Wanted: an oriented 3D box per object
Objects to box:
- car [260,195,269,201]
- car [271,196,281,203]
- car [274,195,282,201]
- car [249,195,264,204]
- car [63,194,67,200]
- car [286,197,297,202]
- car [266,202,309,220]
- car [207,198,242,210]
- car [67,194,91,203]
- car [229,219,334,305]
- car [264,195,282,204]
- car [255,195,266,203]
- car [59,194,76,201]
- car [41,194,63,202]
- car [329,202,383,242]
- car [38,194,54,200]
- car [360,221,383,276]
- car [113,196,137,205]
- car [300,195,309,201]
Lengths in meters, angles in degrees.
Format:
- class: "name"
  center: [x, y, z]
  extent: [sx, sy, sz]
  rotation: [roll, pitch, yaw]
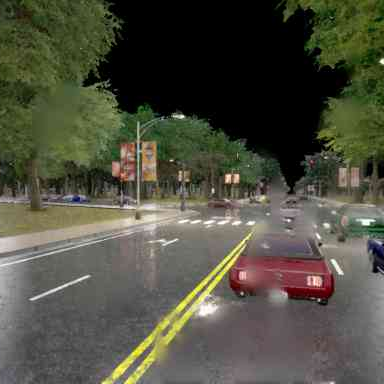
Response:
- class: "car"
  center: [18.069, 1.534, 82.912]
  extent: [1.812, 1.442, 4.674]
  rotation: [0, 0, 17]
- class: "car"
  center: [18.267, 1.603, 72.422]
  extent: [1.895, 1.301, 4.718]
  rotation: [0, 0, 17]
- class: "car"
  center: [21.292, 1.488, 82.341]
  extent: [1.882, 1.535, 5.008]
  rotation: [0, 0, 17]
- class: "car"
  center: [12.151, 1.553, 63.643]
  extent: [2.033, 1.411, 5.357]
  rotation: [0, 0, 18]
- class: "car"
  center: [-31.320, 1.262, 75.820]
  extent: [4.902, 1.511, 2.128]
  rotation: [0, 0, 40]
- class: "car"
  center: [19.610, 1.607, 65.417]
  extent: [1.895, 1.301, 4.718]
  rotation: [0, 0, 18]
- class: "car"
  center: [4.873, 1.505, 17.057]
  extent: [1.837, 1.490, 4.892]
  rotation: [0, 0, 17]
- class: "car"
  center: [4.017, 1.494, 41.848]
  extent: [4.674, 1.442, 1.812]
  rotation: [0, 0, 40]
- class: "car"
  center: [-21.064, 1.282, 62.937]
  extent: [5.008, 1.535, 1.882]
  rotation: [0, 0, 41]
- class: "car"
  center: [2.222, 1.601, 8.185]
  extent: [1.895, 1.301, 4.718]
  rotation: [0, 0, 17]
- class: "car"
  center: [15.228, 1.553, 62.609]
  extent: [2.033, 1.411, 5.357]
  rotation: [0, 0, 18]
- class: "car"
  center: [15.073, 1.486, 73.094]
  extent: [1.882, 1.535, 5.008]
  rotation: [0, 0, 17]
- class: "car"
  center: [-29.463, 1.259, 78.504]
  extent: [4.674, 1.442, 1.812]
  rotation: [0, 0, 40]
- class: "car"
  center: [-30.110, 1.279, 70.567]
  extent: [4.902, 1.511, 2.128]
  rotation: [0, 0, 40]
- class: "car"
  center: [8.010, 1.352, 16.197]
  extent: [2.097, 1.767, 4.553]
  rotation: [0, 0, 17]
- class: "car"
  center: [-37.337, 1.223, 85.100]
  extent: [4.674, 1.442, 1.812]
  rotation: [0, 0, 40]
- class: "car"
  center: [5.432, 1.601, 7.585]
  extent: [1.895, 1.301, 4.718]
  rotation: [0, 0, 16]
- class: "car"
  center: [-10.803, 1.362, 54.270]
  extent: [4.902, 1.511, 2.128]
  rotation: [0, 0, 40]
- class: "car"
  center: [30.400, 1.519, 89.918]
  extent: [1.837, 1.490, 4.892]
  rotation: [0, 0, 17]
